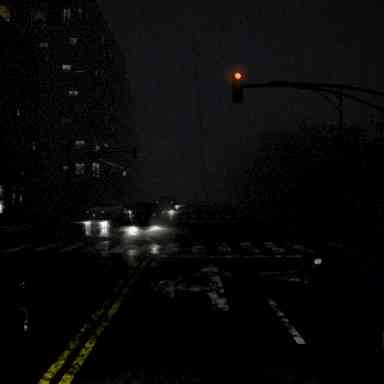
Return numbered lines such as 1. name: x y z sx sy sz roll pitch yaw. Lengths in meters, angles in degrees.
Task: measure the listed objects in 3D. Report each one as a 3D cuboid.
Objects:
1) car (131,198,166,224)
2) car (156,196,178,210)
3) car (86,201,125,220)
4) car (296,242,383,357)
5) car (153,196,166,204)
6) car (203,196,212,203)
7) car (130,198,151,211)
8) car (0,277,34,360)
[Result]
1. car: -3.340 1.510 25.178 1.882 1.535 5.008 0 0 0
2. car: -3.324 1.359 42.226 2.097 1.767 4.553 0 0 0
3. car: -7.444 1.556 29.185 1.812 1.442 4.674 0 1 13
4. car: 3.355 1.547 5.374 2.033 1.411 5.357 0 0 0
5. car: -6.491 1.570 66.263 2.033 1.411 5.357 0 0 1
6. car: 3.309 1.624 72.559 1.895 1.301 4.718 0 0 0
7. car: -6.572 1.570 42.610 1.994 1.385 4.181 0 0 0
8. car: -3.350 1.564 3.258 1.994 1.385 4.181 0 0 0
